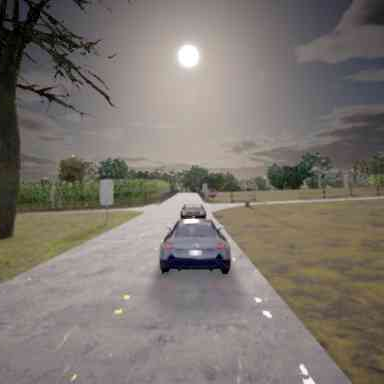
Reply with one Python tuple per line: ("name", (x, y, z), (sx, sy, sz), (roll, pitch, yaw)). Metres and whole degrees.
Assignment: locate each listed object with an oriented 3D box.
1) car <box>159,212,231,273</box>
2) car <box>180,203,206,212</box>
("car", (0.095, 1.531, 10.548), (1.994, 1.385, 4.181), (0, 0, 0))
("car", (0.091, 1.492, 25.161), (1.895, 1.301, 4.718), (0, 1, 0))
